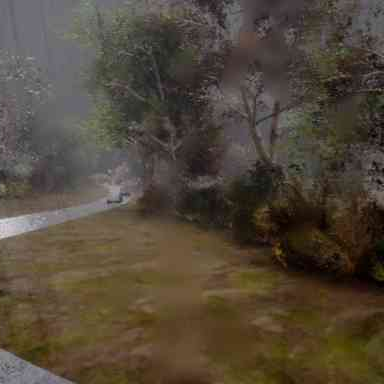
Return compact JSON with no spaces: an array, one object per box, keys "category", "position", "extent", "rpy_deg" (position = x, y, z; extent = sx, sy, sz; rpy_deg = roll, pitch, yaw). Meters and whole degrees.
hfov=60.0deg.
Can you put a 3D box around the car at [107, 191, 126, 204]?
[{"category":"car","position":[-12.076,1.095,52.127],"extent":[1.994,1.385,4.181],"rpy_deg":[-2,2,-5]}]

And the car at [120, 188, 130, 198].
[{"category":"car","position":[-14.135,0.073,69.685],"extent":[2.150,2.045,5.566],"rpy_deg":[0,3,-9]}]
